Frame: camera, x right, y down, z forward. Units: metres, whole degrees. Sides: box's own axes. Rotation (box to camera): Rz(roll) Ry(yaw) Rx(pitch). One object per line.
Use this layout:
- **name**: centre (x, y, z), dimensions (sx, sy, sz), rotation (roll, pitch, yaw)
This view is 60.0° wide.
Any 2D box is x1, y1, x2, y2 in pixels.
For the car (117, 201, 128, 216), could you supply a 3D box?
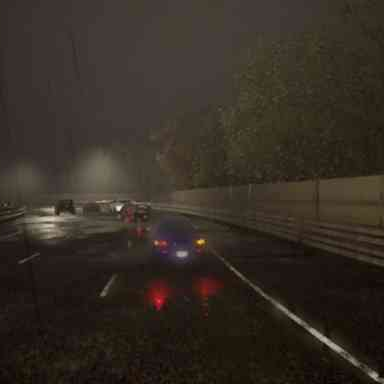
- **car**: centre (-7.442, 2.100, 39.750), dimensions (1.812, 1.442, 4.674), rotation (0, -1, -21)

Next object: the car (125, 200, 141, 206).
- **car**: centre (-14.806, 2.729, 83.770), dimensions (1.812, 1.442, 4.674), rotation (-1, -1, 20)

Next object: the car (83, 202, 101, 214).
- **car**: centre (-13.866, 2.164, 45.865), dimensions (1.882, 1.535, 5.008), rotation (0, -1, -25)

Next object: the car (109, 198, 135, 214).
- **car**: centre (-9.806, 1.889, 45.572), dimensions (2.150, 2.045, 5.566), rotation (0, -1, -26)

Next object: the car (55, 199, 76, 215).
- **car**: centre (-16.467, 1.886, 43.186), dimensions (2.150, 2.045, 5.566), rotation (0, -1, -25)

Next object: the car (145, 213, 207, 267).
- **car**: centre (-0.645, 1.694, 12.039), dimensions (1.812, 1.442, 4.674), rotation (0, -1, -9)

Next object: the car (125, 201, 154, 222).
- **car**: centre (-4.658, 1.935, 30.929), dimensions (2.128, 1.511, 4.902), rotation (0, -1, -16)
